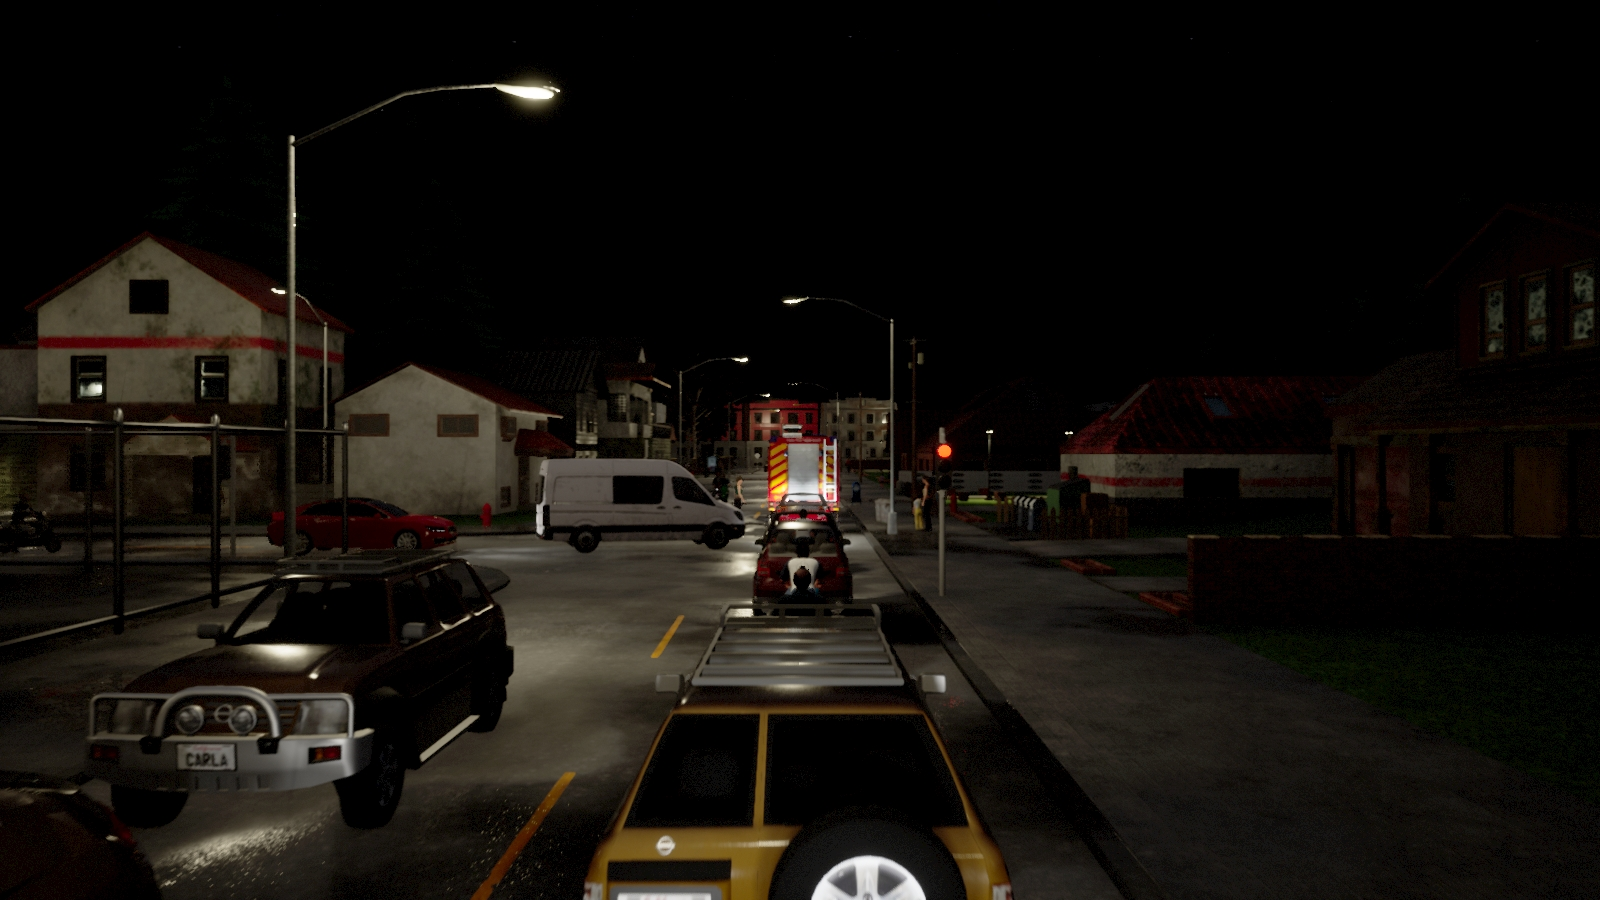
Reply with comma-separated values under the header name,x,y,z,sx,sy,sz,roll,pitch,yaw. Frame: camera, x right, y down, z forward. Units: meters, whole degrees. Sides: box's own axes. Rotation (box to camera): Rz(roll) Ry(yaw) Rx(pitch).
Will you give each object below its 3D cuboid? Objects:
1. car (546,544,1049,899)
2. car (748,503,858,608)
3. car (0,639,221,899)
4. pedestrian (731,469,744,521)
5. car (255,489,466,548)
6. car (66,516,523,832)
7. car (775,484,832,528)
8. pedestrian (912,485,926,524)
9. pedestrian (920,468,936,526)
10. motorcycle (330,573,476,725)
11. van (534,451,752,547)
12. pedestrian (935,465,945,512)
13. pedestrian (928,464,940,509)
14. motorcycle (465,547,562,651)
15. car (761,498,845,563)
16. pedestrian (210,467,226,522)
name,x,y,z,sx,sy,sz,roll,pitch,yaw
car,0.002,1.641,6.686,1.932,1.855,4.605,0,-1,0
car,0.050,1.806,20.481,1.789,1.549,3.705,0,0,0
car,-3.991,1.772,3.222,2.152,1.651,5.027,0,0,0
pedestrian,-2.247,1.629,41.164,0.375,1.860,0.375,0,0,-16
car,-11.850,1.841,31.094,4.892,1.480,2.231,0,0,0
car,-3.971,1.644,10.010,1.932,1.855,4.605,0,0,1
car,0.111,1.935,40.343,1.895,1.301,4.718,0,0,0
pedestrian,3.953,1.806,38.030,0.375,1.300,0.375,0,0,-14
pedestrian,4.177,1.526,37.192,0.375,1.860,0.375,0,0,35
motorcycle,-3.981,1.962,11.614,0.856,1.236,1.805,0,0,0
van,-4.482,1.315,32.578,5.915,2.561,1.988,0,0,-18
pedestrian,5.565,1.524,45.514,0.375,1.860,0.375,0,0,3
pedestrian,5.602,1.524,47.726,0.375,1.860,0.375,0,0,-15
motorcycle,-3.876,1.993,15.626,0.803,1.145,2.033,0,0,0
car,0.074,1.928,28.320,1.895,1.301,4.718,0,0,0
pedestrian,-19.947,1.525,39.178,0.375,1.860,0.375,0,0,-4
